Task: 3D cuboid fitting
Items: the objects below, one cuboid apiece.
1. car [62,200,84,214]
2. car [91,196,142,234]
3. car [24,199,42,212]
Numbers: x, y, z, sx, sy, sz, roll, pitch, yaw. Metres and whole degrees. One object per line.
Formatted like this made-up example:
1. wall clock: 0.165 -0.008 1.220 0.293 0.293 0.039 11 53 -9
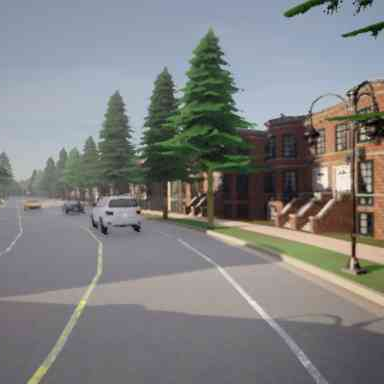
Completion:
1. car: -13.068 1.630 36.540 1.812 1.442 4.674 0 0 -27
2. car: -4.654 1.261 20.037 2.150 2.045 5.566 0 0 -25
3. car: -20.094 1.637 42.012 1.882 1.535 5.008 0 0 -28
